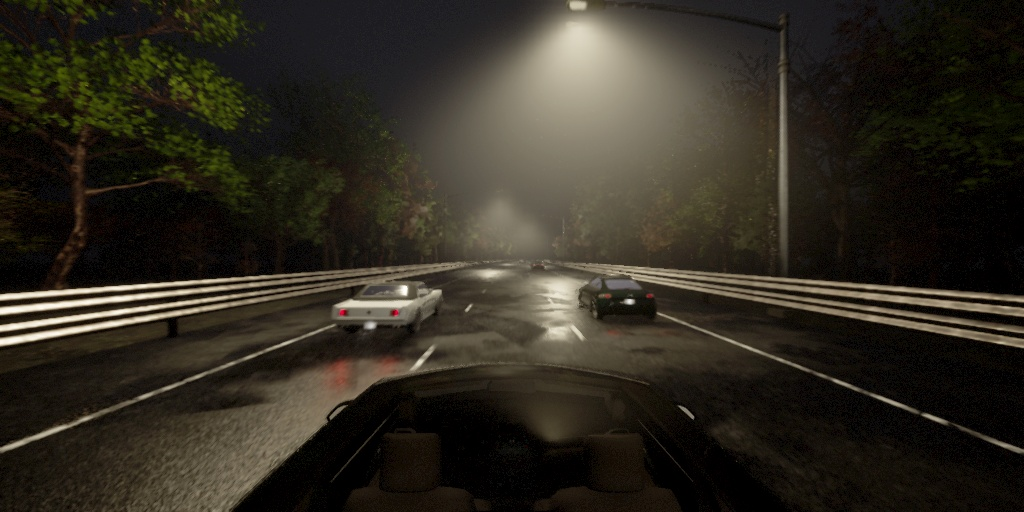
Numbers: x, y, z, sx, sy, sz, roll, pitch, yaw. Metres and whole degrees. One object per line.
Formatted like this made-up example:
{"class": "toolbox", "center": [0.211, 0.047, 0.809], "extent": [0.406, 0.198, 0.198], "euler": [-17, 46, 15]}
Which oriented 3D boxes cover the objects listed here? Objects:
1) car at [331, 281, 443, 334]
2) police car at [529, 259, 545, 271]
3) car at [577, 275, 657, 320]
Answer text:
{"class": "car", "center": [-3.385, 1.399, 10.817], "extent": [1.895, 1.301, 4.718], "euler": [0, 0, 0]}
{"class": "police car", "center": [4.205, 1.570, 58.157], "extent": [2.038, 1.542, 4.974], "euler": [0, 0, 1]}
{"class": "car", "center": [3.626, 1.383, 13.040], "extent": [1.994, 1.385, 4.181], "euler": [0, 0, 0]}
